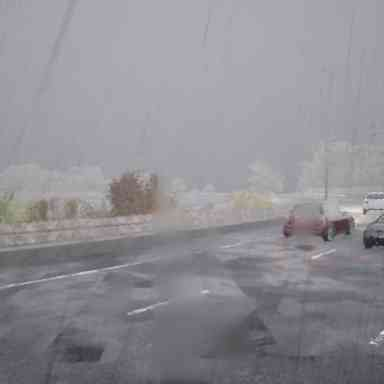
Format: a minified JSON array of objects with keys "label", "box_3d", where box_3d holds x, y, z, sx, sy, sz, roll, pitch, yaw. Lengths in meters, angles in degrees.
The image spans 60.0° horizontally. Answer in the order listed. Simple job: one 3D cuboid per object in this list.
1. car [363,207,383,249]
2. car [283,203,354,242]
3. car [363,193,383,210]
[{"label":"car","box_3d":[8.467,1.503,13.490,1.994,1.385,4.181,0,0,42]},{"label":"car","box_3d":[6.324,1.291,16.346,2.097,1.767,4.553,0,0,42]},{"label":"car","box_3d":[18.032,1.081,32.487,2.150,2.045,5.566,0,0,30]}]
